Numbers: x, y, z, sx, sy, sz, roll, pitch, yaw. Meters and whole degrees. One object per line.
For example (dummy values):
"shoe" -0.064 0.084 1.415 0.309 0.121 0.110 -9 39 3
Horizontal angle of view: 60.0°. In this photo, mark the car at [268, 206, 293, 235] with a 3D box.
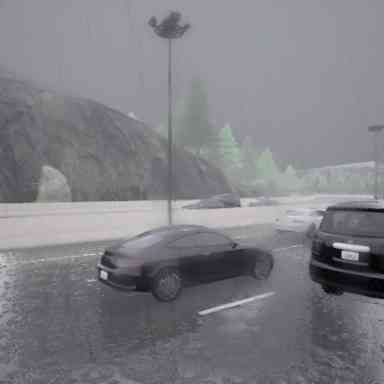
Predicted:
"car" 6.265 1.549 17.698 4.674 1.442 1.812 0 0 -40

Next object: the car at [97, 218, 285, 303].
"car" 0.024 1.540 8.246 4.674 1.442 1.812 0 0 -37

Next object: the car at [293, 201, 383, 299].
"car" 4.948 1.229 7.602 5.566 2.045 2.150 0 0 -38

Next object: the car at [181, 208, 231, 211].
"car" 1.094 1.544 31.991 4.902 1.511 2.128 0 0 -42
